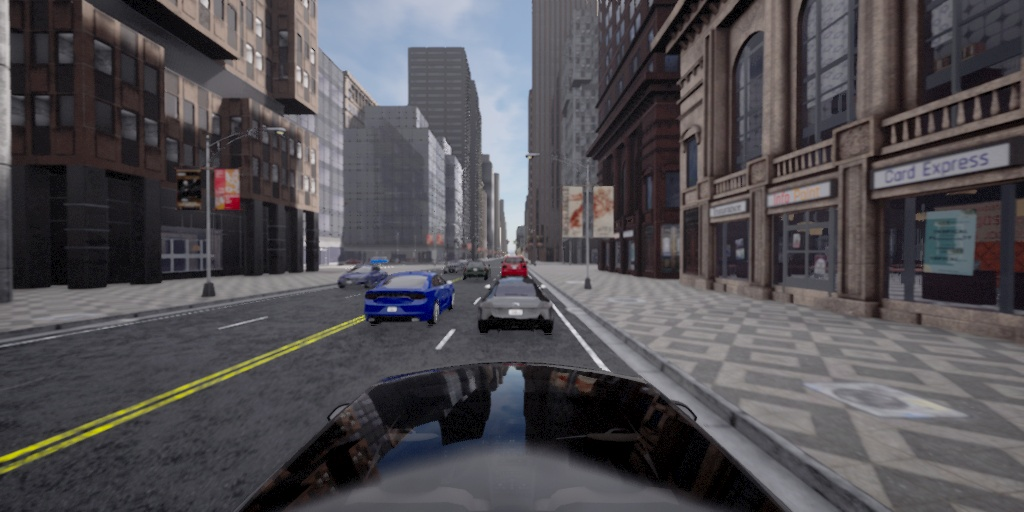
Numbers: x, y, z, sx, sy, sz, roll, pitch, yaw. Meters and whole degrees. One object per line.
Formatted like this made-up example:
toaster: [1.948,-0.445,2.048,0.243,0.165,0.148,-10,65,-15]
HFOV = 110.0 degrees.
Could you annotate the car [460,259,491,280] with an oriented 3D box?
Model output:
car: [-3.044,1.162,32.090,2.097,1.767,4.553,0,0,0]

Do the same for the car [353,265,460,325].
car: [-3.135,1.249,11.897,1.882,1.535,5.008,0,0,0]

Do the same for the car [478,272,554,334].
car: [0.106,1.334,10.690,1.994,1.385,4.181,0,0,1]

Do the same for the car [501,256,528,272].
car: [0.205,1.032,31.390,2.150,2.045,5.566,0,0,0]

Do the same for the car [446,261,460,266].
car: [-6.448,1.387,40.091,1.994,1.385,4.181,0,0,0]

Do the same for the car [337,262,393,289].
car: [-9.769,1.320,23.820,1.812,1.442,4.674,0,0,0]
